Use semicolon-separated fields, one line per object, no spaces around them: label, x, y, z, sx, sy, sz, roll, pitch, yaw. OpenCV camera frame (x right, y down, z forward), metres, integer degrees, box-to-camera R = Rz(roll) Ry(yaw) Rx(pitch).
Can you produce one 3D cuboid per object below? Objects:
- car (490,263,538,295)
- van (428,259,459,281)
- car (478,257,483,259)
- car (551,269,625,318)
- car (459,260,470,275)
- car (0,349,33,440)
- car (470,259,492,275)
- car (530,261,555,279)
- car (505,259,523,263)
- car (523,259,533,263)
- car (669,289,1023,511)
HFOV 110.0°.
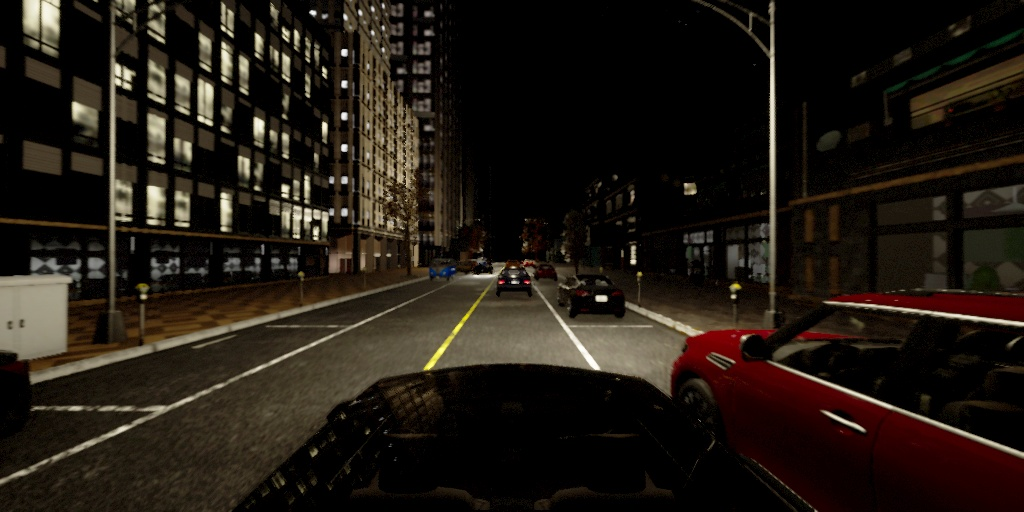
car;0.103;1.305;19.605;2.033;1.411;5.357;0;0;0
van;-5.687;1.105;29.475;1.690;1.789;3.998;0;0;0
car;-5.684;1.225;51.623;1.967;1.591;4.097;0;0;0
car;2.692;1.320;12.861;1.948;1.339;4.313;0;0;0
car;-5.685;1.299;40.379;1.751;1.417;4.829;0;0;0
car;-5.690;1.316;1.790;1.948;1.339;4.313;0;0;0
car;-3.045;1.337;38.874;1.994;1.385;4.181;0;0;0
car;2.694;1.346;29.472;1.802;1.307;4.207;0;0;0
car;0.106;1.258;47.650;1.882;1.535;5.008;0;0;0
car;2.698;1.230;57.157;1.967;1.591;4.097;0;0;0
car;2.691;1.065;1.787;2.192;1.841;5.009;0;0;0
